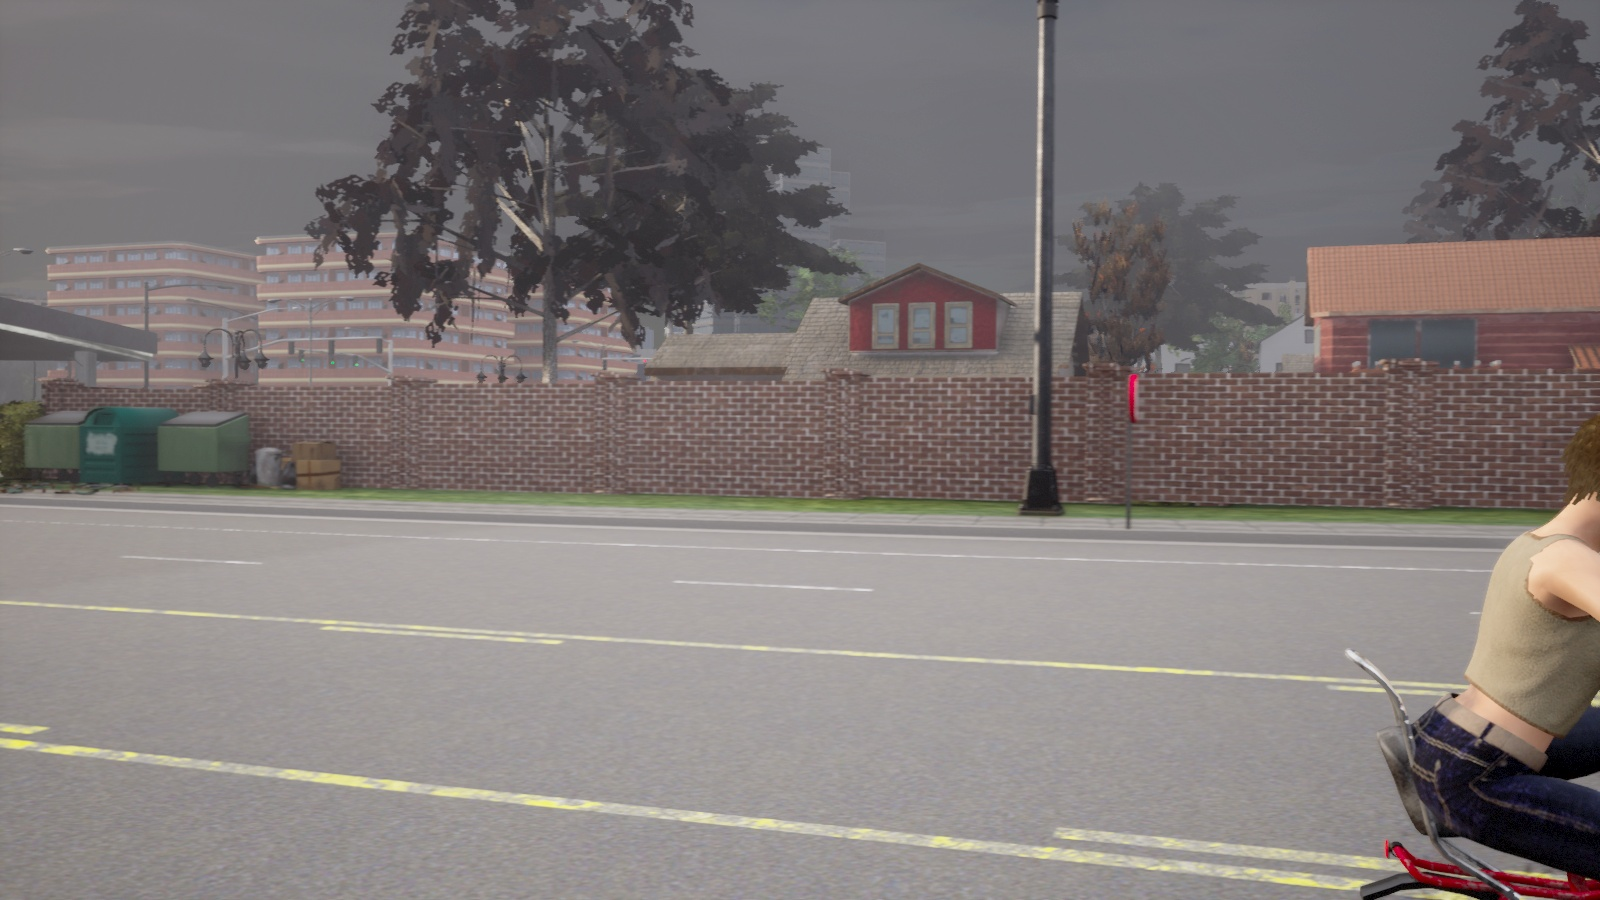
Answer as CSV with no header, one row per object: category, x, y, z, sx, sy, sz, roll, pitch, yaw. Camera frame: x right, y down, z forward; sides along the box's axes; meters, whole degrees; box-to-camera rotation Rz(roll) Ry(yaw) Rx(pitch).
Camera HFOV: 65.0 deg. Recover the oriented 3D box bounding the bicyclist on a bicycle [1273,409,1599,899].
bicyclist on a bicycle,1.801,0.730,2.582,1.509,1.612,0.866,1,1,18
